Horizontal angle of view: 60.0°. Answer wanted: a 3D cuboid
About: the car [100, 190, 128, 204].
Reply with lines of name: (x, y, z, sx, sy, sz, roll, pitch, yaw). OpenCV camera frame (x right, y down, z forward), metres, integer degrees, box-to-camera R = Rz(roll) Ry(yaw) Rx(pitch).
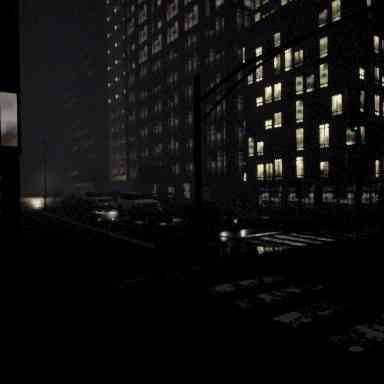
car: (-12.037, 0.734, 51.049, 2.150, 2.045, 5.566, -1, 1, -35)

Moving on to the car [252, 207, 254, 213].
car: (3.089, 1.279, 28.341, 1.752, 1.417, 4.829, -1, 1, -35)

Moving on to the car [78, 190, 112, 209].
car: (-10.933, 0.927, 38.541, 2.150, 2.045, 5.566, -1, 1, -35)

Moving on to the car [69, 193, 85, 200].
car: (-22.882, 0.890, 66.061, 1.887, 1.381, 4.507, -1, 1, -35)

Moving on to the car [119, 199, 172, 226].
car: (-2.905, 1.455, 22.390, 2.008, 1.369, 4.403, -1, 1, -35)

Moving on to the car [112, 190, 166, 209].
car: (-4.859, 1.022, 29.714, 2.150, 2.045, 5.566, -1, 1, -35)

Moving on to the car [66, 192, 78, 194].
car: (-19.343, 1.083, 56.182, 1.895, 1.301, 4.718, -1, 1, -35)

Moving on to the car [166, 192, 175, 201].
car: (-3.665, 0.964, 38.196, 2.192, 1.841, 5.009, -1, 1, -35)

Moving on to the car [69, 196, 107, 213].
car: (-10.538, 1.354, 33.408, 1.947, 1.339, 4.313, -1, 1, -35)

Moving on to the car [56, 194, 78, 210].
car: (-13.742, 1.289, 38.052, 2.008, 1.369, 4.403, -1, 1, -35)

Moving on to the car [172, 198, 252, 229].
car: (1.105, 1.382, 21.071, 2.128, 1.511, 4.902, -1, 1, -35)

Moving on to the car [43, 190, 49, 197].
car: (-35.694, 0.689, 84.636, 2.008, 1.369, 4.403, -1, 1, -35)

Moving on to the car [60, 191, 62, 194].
car: (-26.085, 0.734, 70.704, 1.967, 1.590, 4.097, -1, 1, -35)

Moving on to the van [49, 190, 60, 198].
van: (-32.491, 0.532, 79.990, 1.690, 1.788, 3.998, -1, 1, -35)

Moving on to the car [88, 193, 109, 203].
car: (-15.965, 0.920, 56.810, 1.882, 1.535, 5.008, -1, 1, -35)
